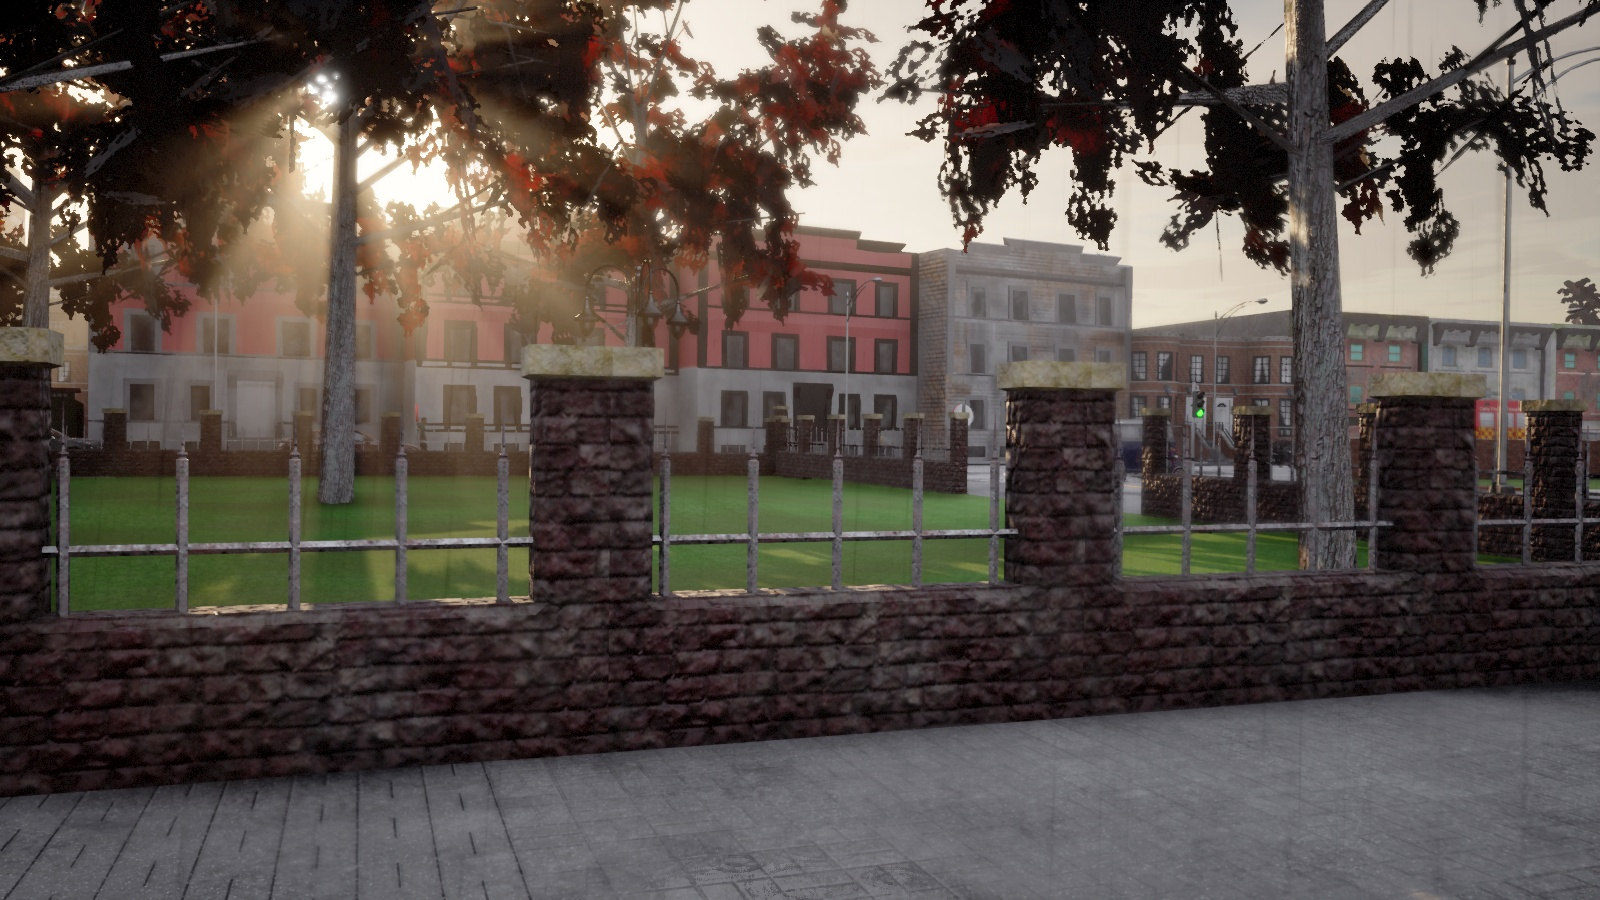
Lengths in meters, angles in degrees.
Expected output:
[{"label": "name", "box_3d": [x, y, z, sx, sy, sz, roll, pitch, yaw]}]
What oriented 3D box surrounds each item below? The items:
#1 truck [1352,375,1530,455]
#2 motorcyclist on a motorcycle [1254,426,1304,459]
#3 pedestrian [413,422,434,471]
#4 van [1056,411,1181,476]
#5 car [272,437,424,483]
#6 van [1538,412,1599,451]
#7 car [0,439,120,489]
[{"label": "truck", "box_3d": [32.092, -1.736, 62.869, 8.468, 3.827, 2.891, -1, 1, -19]}, {"label": "motorcyclist on a motorcycle", "box_3d": [22.729, -0.382, 59.617, 2.191, 1.530, 0.866, -1, 1, -19]}, {"label": "pedestrian", "box_3d": [-15.157, -0.151, 50.547, 0.788, 1.949, 0.423, -1, 1, -15]}, {"label": "van", "box_3d": [10.277, -0.226, 40.908, 1.775, 1.987, 4.442, -1, 1, -19]}, {"label": "car", "box_3d": [-15.118, 0.301, 42.160, 4.674, 1.442, 1.812, -1, 1, -19]}, {"label": "van", "box_3d": [41.292, -0.970, 66.074, 4.442, 1.987, 1.775, -1, 1, -19]}, {"label": "car", "box_3d": [-24.059, 0.428, 39.022, 4.892, 1.490, 1.837, -1, 1, -19]}]
